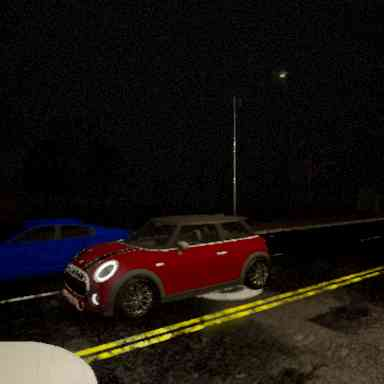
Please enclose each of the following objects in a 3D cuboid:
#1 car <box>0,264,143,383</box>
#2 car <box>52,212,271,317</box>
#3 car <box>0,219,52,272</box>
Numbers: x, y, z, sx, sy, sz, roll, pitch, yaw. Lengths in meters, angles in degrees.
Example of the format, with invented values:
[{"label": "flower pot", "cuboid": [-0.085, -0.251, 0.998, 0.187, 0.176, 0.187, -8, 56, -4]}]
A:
[{"label": "car", "cuboid": [-2.745, 1.534, 1.481, 4.674, 1.442, 1.812, 0, 0, -35]}, {"label": "car", "cuboid": [-0.393, 1.331, 7.393, 4.553, 1.767, 2.097, 0, 0, -35]}, {"label": "car", "cuboid": [-4.032, 1.469, 8.790, 5.008, 1.535, 1.882, 0, 0, -35]}]
